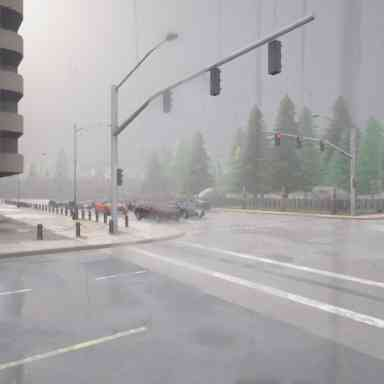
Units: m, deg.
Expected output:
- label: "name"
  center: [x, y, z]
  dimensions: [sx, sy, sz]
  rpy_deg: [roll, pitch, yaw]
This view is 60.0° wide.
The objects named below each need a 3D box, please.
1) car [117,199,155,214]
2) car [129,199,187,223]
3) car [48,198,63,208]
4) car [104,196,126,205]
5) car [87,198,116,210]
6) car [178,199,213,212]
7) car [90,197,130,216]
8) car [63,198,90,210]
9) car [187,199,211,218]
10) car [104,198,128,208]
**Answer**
- label: "car"
  center: [-6.353, 1.547, 37.252]
  dimensions: [2.128, 1.511, 4.902]
  rpy_deg: [0, 0, -36]
- label: "car"
  center: [-2.817, 1.533, 26.581]
  dimensions: [1.882, 1.535, 5.008]
  rpy_deg: [0, 0, -36]
- label: "car"
  center: [-20.231, 1.603, 50.212]
  dimensions: [2.033, 1.411, 5.357]
  rpy_deg: [0, 0, -36]
- label: "car"
  center: [-13.830, 1.547, 59.469]
  dimensions: [2.128, 1.511, 4.902]
  rpy_deg: [0, 0, -36]
- label: "car"
  center: [-12.522, 1.603, 45.606]
  dimensions: [2.033, 1.411, 5.357]
  rpy_deg: [0, 0, -36]
- label: "car"
  center: [0.364, 1.581, 40.297]
  dimensions: [1.812, 1.442, 4.674]
  rpy_deg: [0, 0, -36]
- label: "car"
  center: [-8.287, 1.407, 33.974]
  dimensions: [2.097, 1.767, 4.553]
  rpy_deg: [0, 0, -36]
- label: "car"
  center: [-14.194, 1.548, 41.978]
  dimensions: [2.128, 1.511, 4.902]
  rpy_deg: [0, 0, -36]
- label: "car"
  center: [-0.834, 1.547, 29.787]
  dimensions: [2.128, 1.511, 4.902]
  rpy_deg: [0, 0, -36]
- label: "car"
  center: [-11.572, 1.656, 50.530]
  dimensions: [1.895, 1.301, 4.718]
  rpy_deg: [0, 0, -36]
